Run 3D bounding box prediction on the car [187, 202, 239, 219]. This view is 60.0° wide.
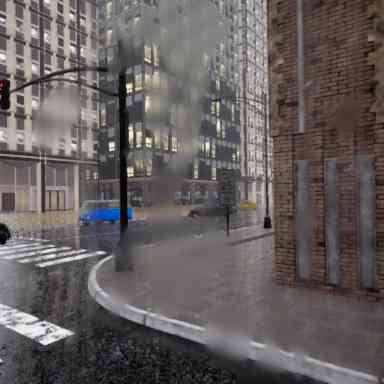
[{"bbox_3d":[1.816,1.634,30.075,2.033,1.411,5.357,-1,-1,36],"label":"car"}]

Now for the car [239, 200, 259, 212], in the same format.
[{"bbox_3d":[6.753,1.688,41.430,1.752,1.417,4.829,-2,-1,36],"label":"car"}]

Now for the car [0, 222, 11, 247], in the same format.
[{"bbox_3d":[-9.308,1.581,12.854,1.994,1.385,4.181,-1,-1,22],"label":"car"}]

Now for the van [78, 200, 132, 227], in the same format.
[{"bbox_3d":[-6.070,1.459,23.512,1.690,1.788,3.998,-2,-1,36],"label":"van"}]
